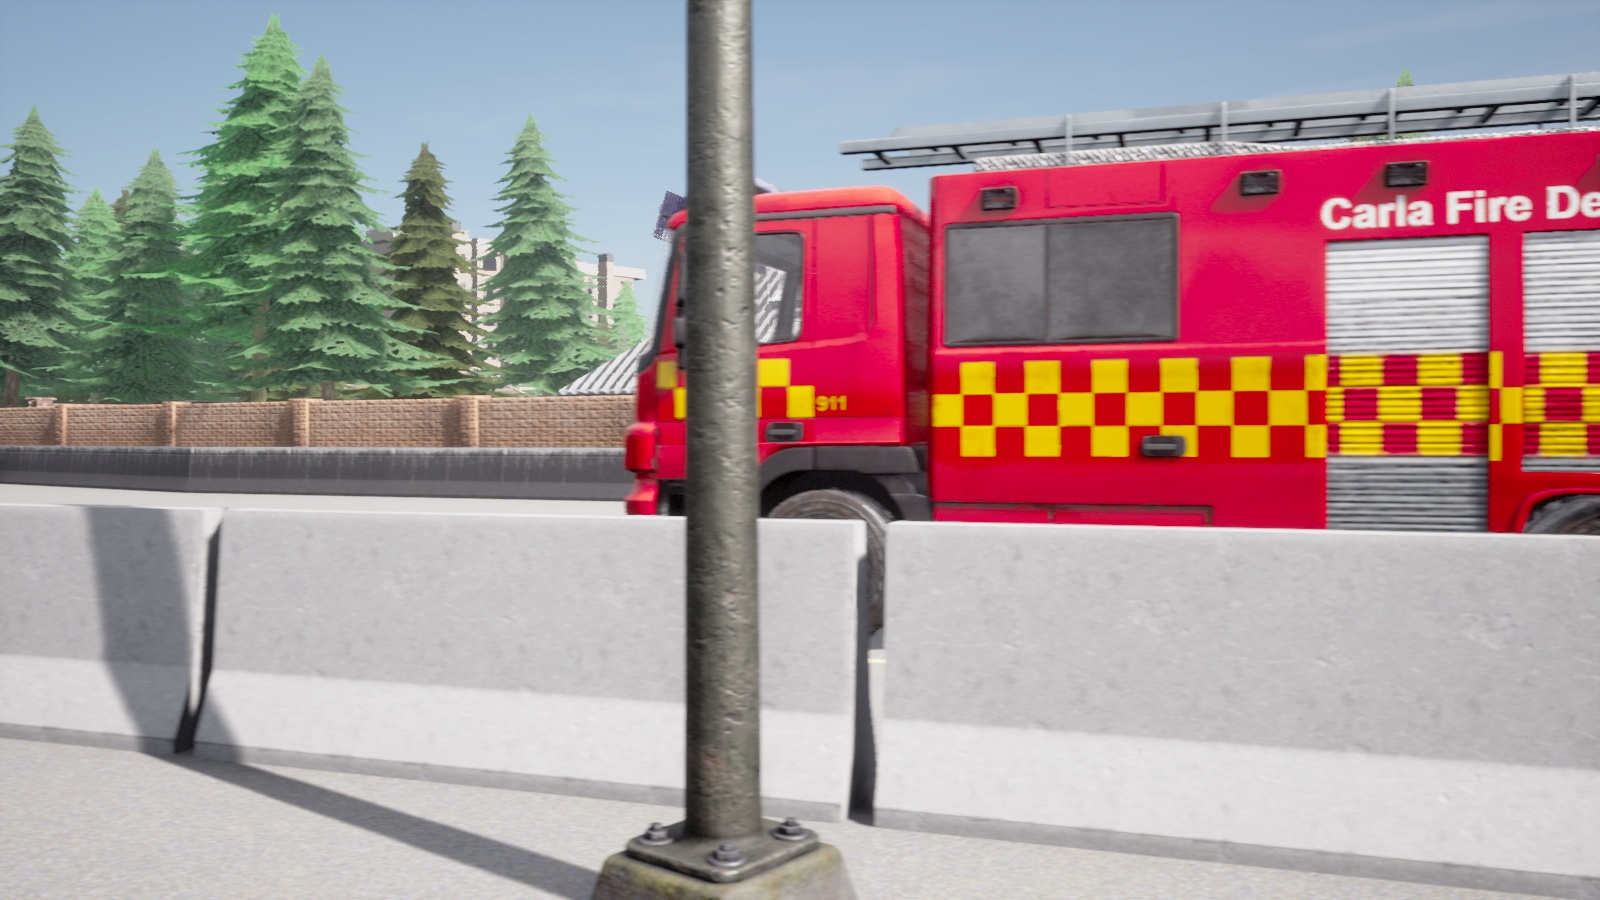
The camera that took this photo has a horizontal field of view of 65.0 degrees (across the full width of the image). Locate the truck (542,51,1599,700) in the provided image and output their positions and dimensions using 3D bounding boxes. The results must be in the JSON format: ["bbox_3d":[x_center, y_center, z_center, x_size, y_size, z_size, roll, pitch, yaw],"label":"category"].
[{"bbox_3d":[2.500,-0.483,9.664,8.468,3.827,2.891,1,1,18],"label":"truck"}]
